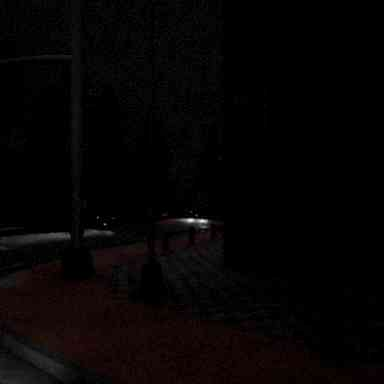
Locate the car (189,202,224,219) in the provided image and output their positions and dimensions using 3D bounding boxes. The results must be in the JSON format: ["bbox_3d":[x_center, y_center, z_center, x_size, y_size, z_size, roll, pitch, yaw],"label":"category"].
[{"bbox_3d":[1.903,1.644,31.187,2.033,1.411,5.357,0,0,35],"label":"car"}]

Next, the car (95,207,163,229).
[{"bbox_3d":[-4.168,1.697,22.477,1.895,1.301,4.718,0,0,35],"label":"car"}]
